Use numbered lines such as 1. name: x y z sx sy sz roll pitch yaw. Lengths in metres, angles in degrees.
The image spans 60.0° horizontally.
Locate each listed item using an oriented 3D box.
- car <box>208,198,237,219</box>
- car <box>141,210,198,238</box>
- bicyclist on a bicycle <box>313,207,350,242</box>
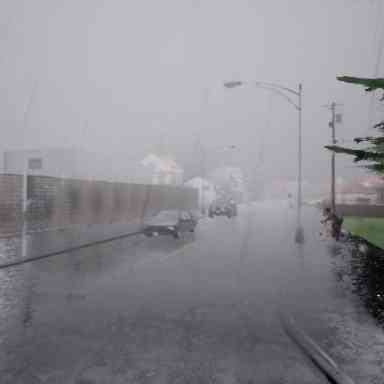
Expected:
1. car: 3.282 1.607 34.566 2.150 2.045 5.566 0 -1 16
2. car: -1.094 1.741 19.290 2.033 1.411 5.357 0 -1 16
3. bicyclist on a bicycle: 6.682 1.570 15.927 1.656 1.620 0.582 0 -1 16
